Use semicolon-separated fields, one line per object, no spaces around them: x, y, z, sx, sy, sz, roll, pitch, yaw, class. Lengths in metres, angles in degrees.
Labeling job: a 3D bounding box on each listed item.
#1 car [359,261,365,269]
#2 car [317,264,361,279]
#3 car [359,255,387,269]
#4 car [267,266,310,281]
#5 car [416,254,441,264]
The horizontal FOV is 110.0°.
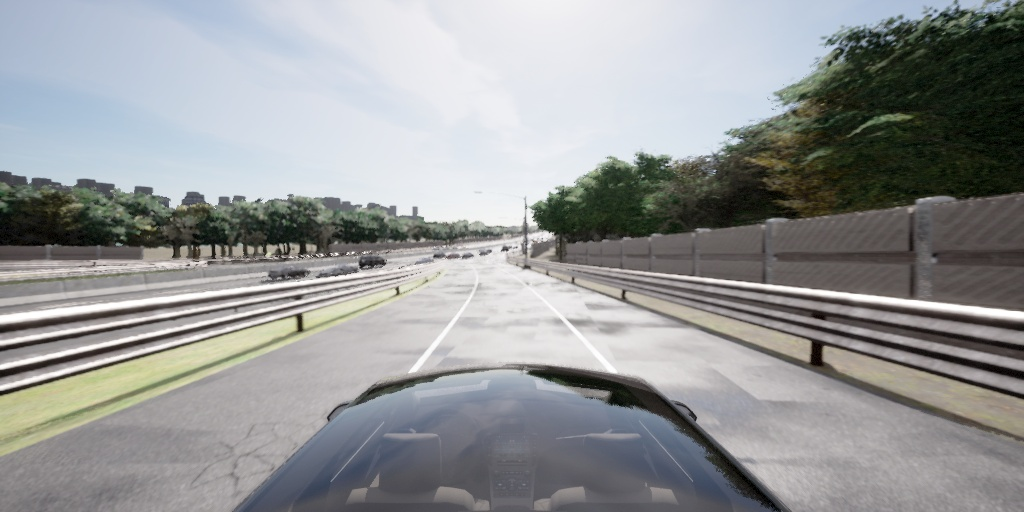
-20.759;1.719;44.591;1.994;1.385;4.181;0;2;10;car
-18.425;1.908;37.711;1.812;1.442;4.674;0;2;10;car
-22.062;0.830;57.014;2.150;2.045;5.566;0;3;10;car
-25.044;1.824;40.477;2.128;1.511;4.902;0;2;10;car
-14.319;0.960;60.471;2.033;1.411;5.357;0;3;10;car
